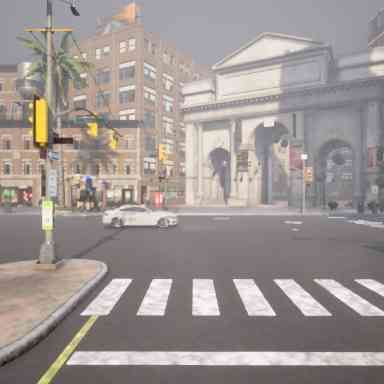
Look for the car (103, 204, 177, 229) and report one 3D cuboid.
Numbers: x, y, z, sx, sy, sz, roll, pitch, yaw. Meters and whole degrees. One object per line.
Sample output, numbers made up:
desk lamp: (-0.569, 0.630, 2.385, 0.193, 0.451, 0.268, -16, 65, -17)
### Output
car: (-3.260, 1.526, 21.068, 4.674, 1.442, 1.812, 0, 0, 0)
